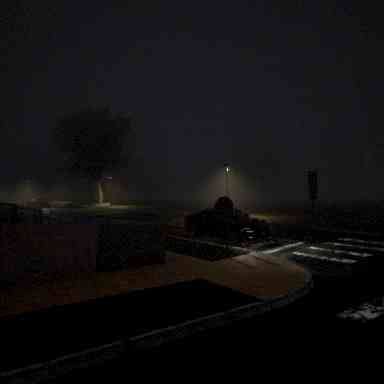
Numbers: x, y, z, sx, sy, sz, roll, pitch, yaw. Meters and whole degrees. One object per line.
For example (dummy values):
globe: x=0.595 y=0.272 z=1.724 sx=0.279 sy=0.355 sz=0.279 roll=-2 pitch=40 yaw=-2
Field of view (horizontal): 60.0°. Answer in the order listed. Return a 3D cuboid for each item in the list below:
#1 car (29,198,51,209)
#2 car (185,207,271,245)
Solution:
car: x=-21.235 y=1.560 z=46.350 sx=2.033 sy=1.411 sz=5.357 roll=-4 pitch=3 yaw=-38
car: x=1.626 y=1.553 z=16.711 sx=1.882 sy=1.535 sz=5.008 roll=-4 pitch=3 yaw=-38
